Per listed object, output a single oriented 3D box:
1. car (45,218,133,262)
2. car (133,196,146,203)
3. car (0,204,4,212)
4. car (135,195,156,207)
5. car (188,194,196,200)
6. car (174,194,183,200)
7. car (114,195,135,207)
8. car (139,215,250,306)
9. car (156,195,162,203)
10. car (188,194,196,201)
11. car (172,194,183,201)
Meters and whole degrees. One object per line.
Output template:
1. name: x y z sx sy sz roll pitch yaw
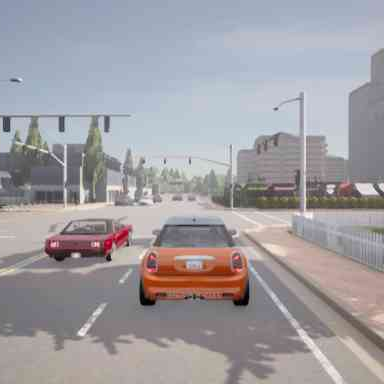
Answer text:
1. car: -3.423 1.586 12.061 1.895 1.301 4.718 0 0 0
2. car: -10.550 1.481 67.171 1.994 1.385 4.181 0 0 0
3. car: -19.951 1.488 30.718 4.674 1.442 1.812 0 0 -2
4. car: -7.113 1.463 51.321 1.812 1.442 4.674 0 0 0
5. car: -0.052 1.292 87.778 2.128 1.511 4.902 0 0 0
6. car: -3.552 1.319 87.774 1.994 1.385 4.181 0 0 0
7. car: -10.612 1.290 51.401 2.097 1.767 4.553 0 0 0
8. car: 0.059 1.342 8.167 2.097 1.767 4.553 0 0 0
9. car: -7.051 1.420 67.220 1.837 1.490 4.892 0 1 0
10. car: -0.046 1.438 77.502 2.033 1.411 5.357 0 0 0
11. car: -3.546 1.419 77.819 1.812 1.442 4.674 0 0 0
